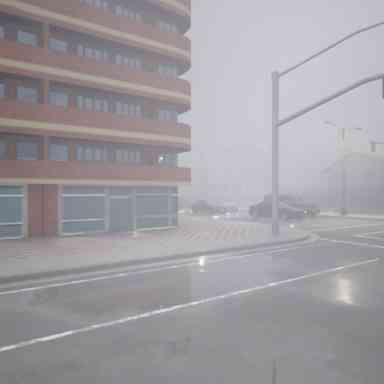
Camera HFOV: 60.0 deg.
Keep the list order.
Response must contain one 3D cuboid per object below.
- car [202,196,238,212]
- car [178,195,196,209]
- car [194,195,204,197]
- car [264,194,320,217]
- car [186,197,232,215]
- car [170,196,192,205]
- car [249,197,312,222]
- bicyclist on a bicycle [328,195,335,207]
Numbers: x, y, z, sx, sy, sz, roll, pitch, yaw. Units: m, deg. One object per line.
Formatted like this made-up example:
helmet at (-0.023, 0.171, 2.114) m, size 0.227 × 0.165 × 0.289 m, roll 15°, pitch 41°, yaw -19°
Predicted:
car at (3.256, 1.526, 38.348) m, size 1.812 × 1.442 × 4.674 m, roll 0°, pitch 0°, yaw -35°
car at (-1.989, 1.505, 45.952) m, size 1.837 × 1.490 × 4.892 m, roll 0°, pitch 0°, yaw -34°
car at (0.728, 1.352, 62.452) m, size 2.097 × 1.767 × 4.553 m, roll 0°, pitch 0°, yaw -35°
car at (8.795, 1.221, 30.302) m, size 2.150 × 2.045 × 5.566 m, roll 0°, pitch 0°, yaw -34°
car at (1.685, 1.526, 34.449) m, size 1.812 × 1.442 × 4.674 m, roll 0°, pitch 0°, yaw -35°
car at (-2.124, 1.526, 60.506) m, size 1.812 × 1.442 × 4.674 m, roll 0°, pitch 0°, yaw -34°
car at (6.808, 1.478, 26.973) m, size 1.882 × 1.535 × 5.008 m, roll 0°, pitch 0°, yaw -34°
bicyclist on a bicycle at (19.295, 1.301, 45.856) m, size 1.656 × 1.620 × 0.582 m, roll 0°, pitch 0°, yaw -35°
